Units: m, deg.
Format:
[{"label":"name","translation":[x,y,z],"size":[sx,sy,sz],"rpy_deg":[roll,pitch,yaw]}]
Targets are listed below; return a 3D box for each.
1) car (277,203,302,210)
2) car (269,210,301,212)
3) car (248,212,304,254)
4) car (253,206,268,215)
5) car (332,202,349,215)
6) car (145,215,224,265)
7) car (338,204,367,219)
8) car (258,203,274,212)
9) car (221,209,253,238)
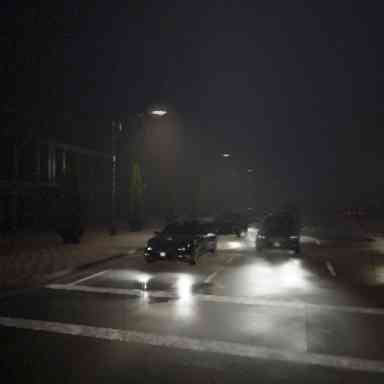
[{"label":"car","translation":[10.153,2.153,34.455],"size":[2.150,2.045,5.566],"rpy_deg":[-1,-2,18]},{"label":"car","translation":[6.905,2.222,24.277],"size":[1.994,1.385,4.181],"rpy_deg":[-1,-2,19]},{"label":"car","translation":[4.182,1.921,15.809],"size":[2.128,1.511,4.902],"rpy_deg":[-1,-2,18]},{"label":"car","translation":[5.716,2.394,32.071],"size":[2.128,1.511,4.902],"rpy_deg":[-1,-2,18]},{"label":"car","translation":[22.958,2.531,51.221],"size":[2.150,2.045,5.566],"rpy_deg":[-1,-2,18]},{"label":"car","translation":[-0.240,1.909,13.502],"size":[1.837,1.490,4.892],"rpy_deg":[-1,-2,18]},{"label":"car","translation":[19.902,2.594,41.486],"size":[2.033,1.411,5.357],"rpy_deg":[-1,-2,18]},{"label":"car","translation":[9.790,2.463,44.652],"size":[2.150,2.045,5.566],"rpy_deg":[-1,-2,18]},{"label":"car","translation":[2.628,2.122,22.435],"size":[1.882,1.535,5.008],"rpy_deg":[-1,-2,18]}]
